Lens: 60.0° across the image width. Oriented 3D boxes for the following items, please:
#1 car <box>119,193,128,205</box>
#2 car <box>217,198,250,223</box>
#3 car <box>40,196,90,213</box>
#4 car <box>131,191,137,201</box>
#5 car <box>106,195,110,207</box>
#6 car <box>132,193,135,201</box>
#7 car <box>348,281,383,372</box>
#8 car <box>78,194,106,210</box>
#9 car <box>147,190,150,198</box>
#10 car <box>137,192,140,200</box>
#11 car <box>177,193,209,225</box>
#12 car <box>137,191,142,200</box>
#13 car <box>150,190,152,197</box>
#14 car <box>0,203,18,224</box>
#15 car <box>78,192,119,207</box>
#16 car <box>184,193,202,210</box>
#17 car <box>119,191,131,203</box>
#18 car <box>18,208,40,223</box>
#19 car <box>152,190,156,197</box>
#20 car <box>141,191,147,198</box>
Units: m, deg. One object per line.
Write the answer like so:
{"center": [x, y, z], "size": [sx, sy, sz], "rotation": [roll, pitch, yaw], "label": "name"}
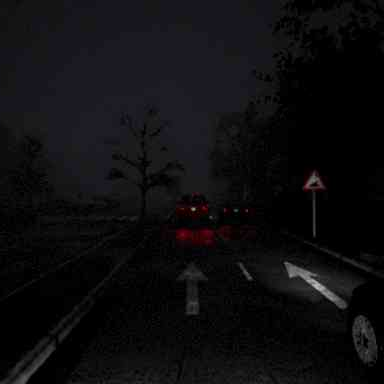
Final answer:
{"center": [-13.680, 1.396, 53.919], "size": [5.366, 1.575, 1.946], "rotation": [-1, 0, -20], "label": "car"}
{"center": [3.090, 1.339, 25.598], "size": [2.097, 1.767, 4.553], "rotation": [0, 0, 0], "label": "car"}
{"center": [-13.831, 1.499, 35.849], "size": [4.792, 1.488, 2.163], "rotation": [-1, 0, -20], "label": "car"}
{"center": [-13.881, 1.139, 65.857], "size": [4.553, 1.767, 2.185], "rotation": [-1, 1, -20], "label": "car"}
{"center": [-13.859, 1.492, 44.846], "size": [4.674, 1.452, 2.002], "rotation": [-1, 0, -20], "label": "car"}
{"center": [-13.852, 1.349, 62.871], "size": [4.674, 1.452, 2.002], "rotation": [-1, 0, -20], "label": "car"}
{"center": [3.099, 1.494, 2.762], "size": [2.128, 1.511, 4.902], "rotation": [0, 0, 0], "label": "car"}
{"center": [-14.027, 1.461, 41.772], "size": [5.366, 1.575, 1.946], "rotation": [-1, 0, -20], "label": "car"}
{"center": [-13.824, 0.769, 80.884], "size": [5.566, 2.045, 2.435], "rotation": [-1, 1, -20], "label": "car"}
{"center": [-13.850, 1.259, 68.870], "size": [4.674, 1.452, 2.002], "rotation": [-1, 1, -20], "label": "car"}
{"center": [0.090, 1.210, 24.330], "size": [2.150, 2.045, 5.566], "rotation": [0, 0, 0], "label": "car"}
{"center": [-13.840, 1.170, 71.870], "size": [5.008, 1.535, 2.097], "rotation": [-1, 1, -20], "label": "car"}
{"center": [-13.670, 0.966, 83.940], "size": [5.366, 1.575, 1.946], "rotation": [-1, 1, -20], "label": "car"}
{"center": [-13.855, 1.523, 20.824], "size": [4.674, 1.452, 2.002], "rotation": [-1, 0, -20], "label": "car"}
{"center": [-13.831, 1.192, 47.864], "size": [5.566, 2.045, 2.435], "rotation": [-1, 0, -20], "label": "car"}
{"center": [0.084, 1.190, 42.819], "size": [2.150, 2.045, 5.566], "rotation": [0, 0, 0], "label": "car"}
{"center": [-13.880, 1.124, 56.844], "size": [5.566, 2.045, 2.435], "rotation": [-1, 1, -20], "label": "car"}
{"center": [-13.834, 1.509, 23.843], "size": [4.792, 1.488, 2.163], "rotation": [-1, 0, -20], "label": "car"}
{"center": [-13.869, 0.595, 92.853], "size": [5.566, 2.045, 2.435], "rotation": [-1, 1, -20], "label": "car"}
{"center": [-13.819, 1.098, 77.886], "size": [4.792, 1.488, 2.163], "rotation": [-1, 1, -20], "label": "car"}
